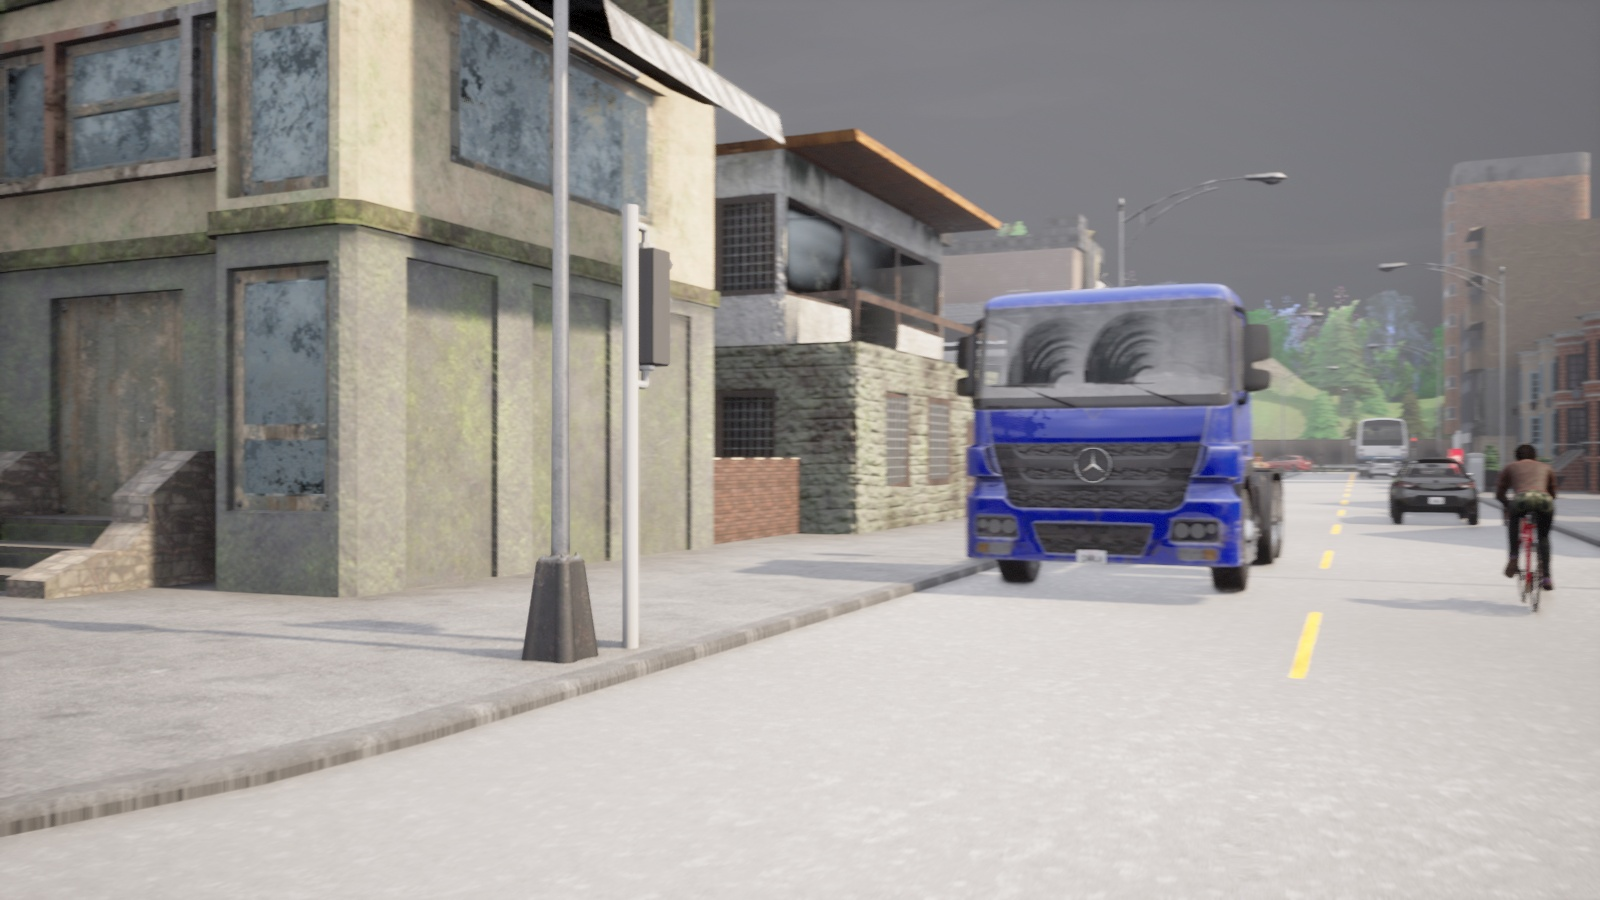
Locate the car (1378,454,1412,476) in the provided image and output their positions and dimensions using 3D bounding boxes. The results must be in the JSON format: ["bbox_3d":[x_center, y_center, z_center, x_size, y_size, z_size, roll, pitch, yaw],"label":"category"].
[{"bbox_3d":[40.072,0.988,84.652,1.970,1.475,3.806,0,0,24],"label":"car"}]

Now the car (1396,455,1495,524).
[{"bbox_3d":[14.826,0.850,29.011,1.816,1.474,4.193,0,0,24],"label":"car"}]

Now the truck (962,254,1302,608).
[{"bbox_3d":[4.762,-0.167,16.493,2.891,3.462,7.936,0,0,25],"label":"truck"}]

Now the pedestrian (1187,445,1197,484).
[{"bbox_3d":[19.448,0.701,62.301,0.396,1.930,0.692,0,0,23],"label":"pedestrian"}]

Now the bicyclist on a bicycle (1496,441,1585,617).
[{"bbox_3d":[7.277,0.734,12.391,0.582,1.620,1.656,0,-1,25],"label":"bicyclist on a bicycle"}]
